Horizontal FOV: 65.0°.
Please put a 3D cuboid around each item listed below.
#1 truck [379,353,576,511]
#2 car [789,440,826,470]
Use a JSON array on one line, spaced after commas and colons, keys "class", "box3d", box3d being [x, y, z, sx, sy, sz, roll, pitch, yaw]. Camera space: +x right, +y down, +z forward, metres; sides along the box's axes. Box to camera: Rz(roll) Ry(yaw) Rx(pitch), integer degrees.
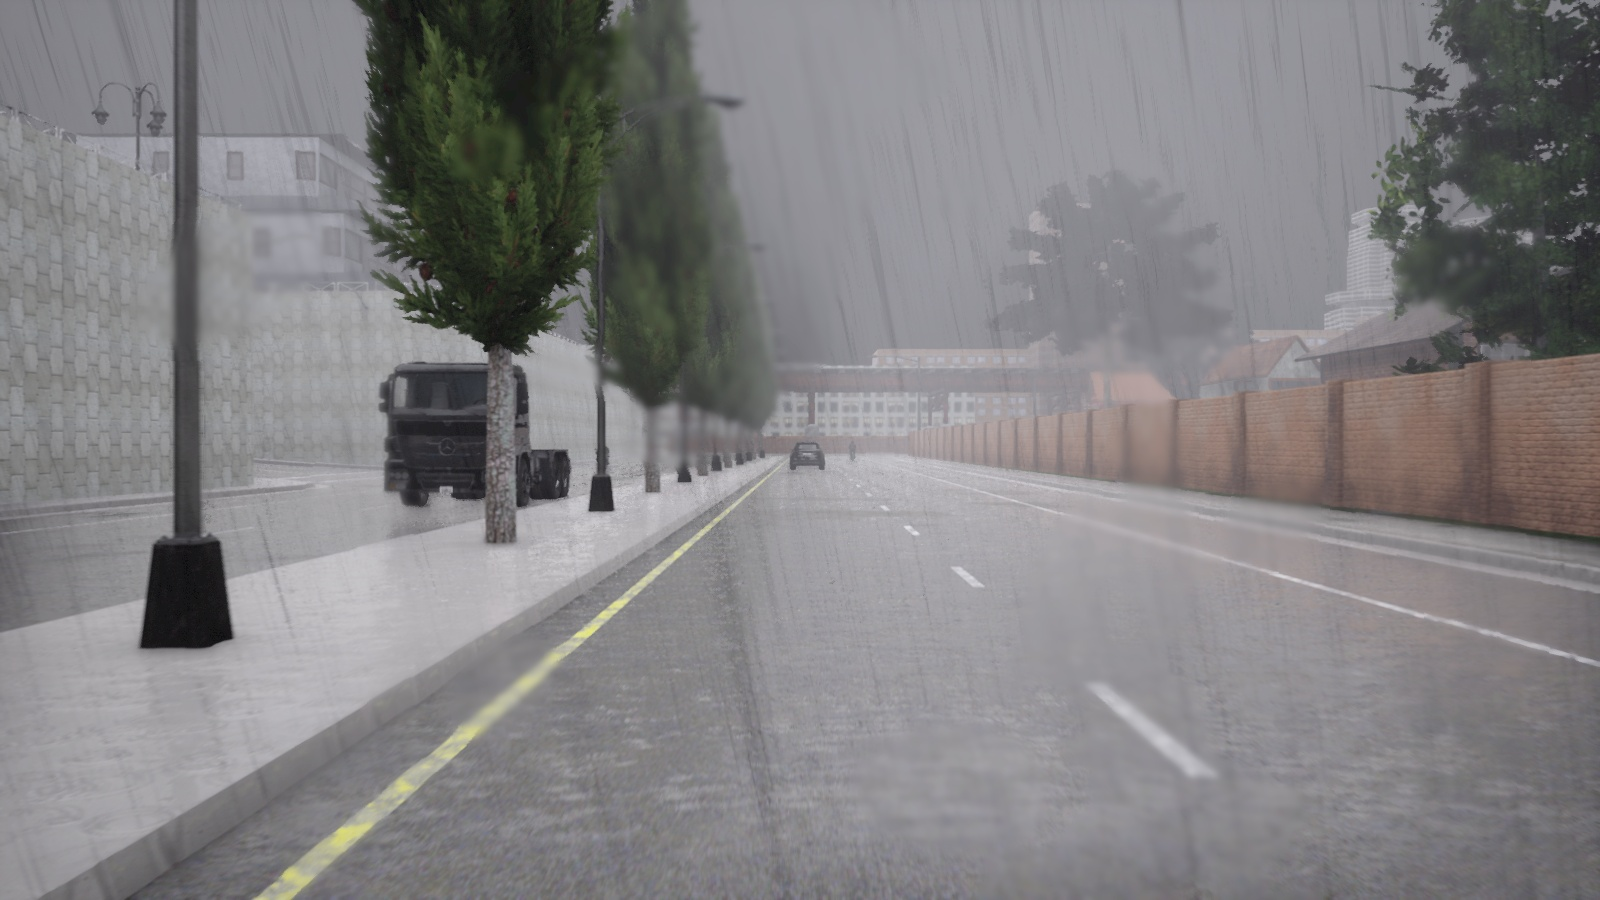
[{"class": "truck", "box3d": [-7.804, -0.420, 31.603, 2.891, 3.462, 7.936, 0, 0, 0]}, {"class": "car", "box3d": [0.419, 0.276, 71.082, 2.033, 1.649, 4.856, 0, 0, 0]}]
